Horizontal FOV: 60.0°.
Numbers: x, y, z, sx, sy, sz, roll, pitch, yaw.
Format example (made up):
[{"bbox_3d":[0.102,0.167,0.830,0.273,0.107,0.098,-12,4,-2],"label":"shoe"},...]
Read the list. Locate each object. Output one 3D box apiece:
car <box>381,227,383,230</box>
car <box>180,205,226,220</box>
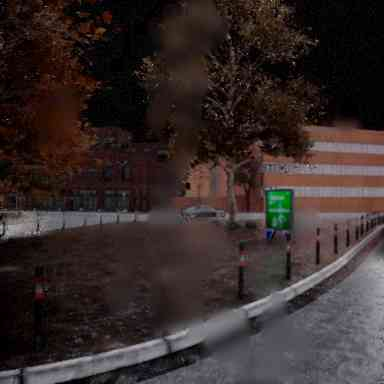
[{"bbox_3d":[8.667,1.718,12.862,1.837,1.490,4.892,0,-1,34],"label":"car"},{"bbox_3d":[1.140,2.105,34.976,4.902,1.511,2.128,1,-1,-19],"label":"car"}]
